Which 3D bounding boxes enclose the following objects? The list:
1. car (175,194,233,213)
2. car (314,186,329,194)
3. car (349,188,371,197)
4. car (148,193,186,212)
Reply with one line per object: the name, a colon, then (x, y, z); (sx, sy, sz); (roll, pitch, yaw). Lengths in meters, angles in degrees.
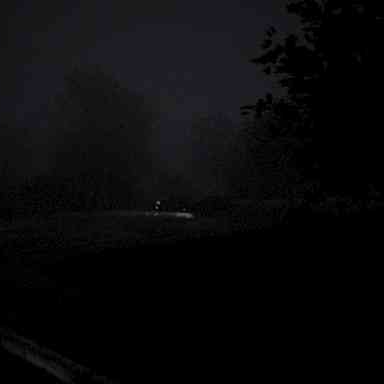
car: (1.446, 1.097, 31.195); (5.357, 1.411, 2.033); (-3, 2, -36)
car: (17.702, -0.079, 45.056); (4.902, 1.511, 2.128); (-3, 2, -26)
car: (20.679, -0.149, 42.638); (4.902, 1.511, 2.128); (-4, 2, -26)
car: (-2.094, 0.943, 32.835); (4.553, 1.767, 2.097); (-2, 2, -36)
